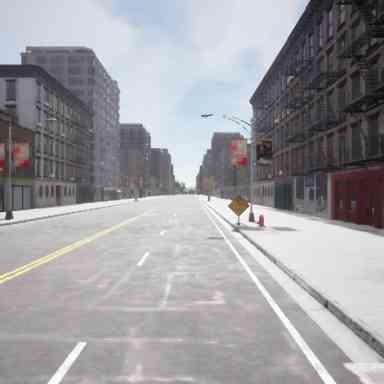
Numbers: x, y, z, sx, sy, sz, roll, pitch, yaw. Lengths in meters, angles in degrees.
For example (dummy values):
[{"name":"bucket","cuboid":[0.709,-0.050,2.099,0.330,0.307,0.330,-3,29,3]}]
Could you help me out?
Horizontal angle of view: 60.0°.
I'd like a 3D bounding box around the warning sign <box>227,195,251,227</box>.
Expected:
[{"name":"warning sign","cuboid":[2.847,1.114,20.230,1.300,1.860,1.060,0,0,0]}]
